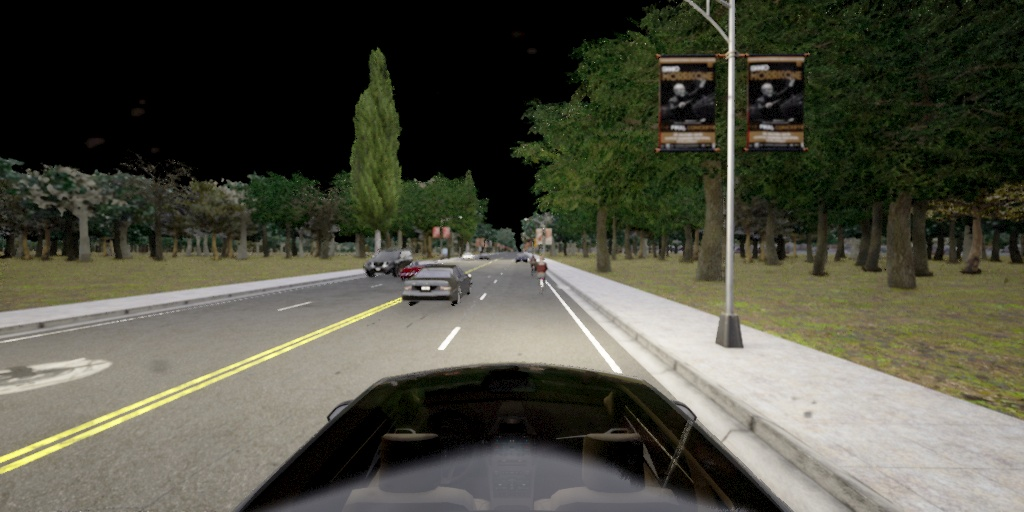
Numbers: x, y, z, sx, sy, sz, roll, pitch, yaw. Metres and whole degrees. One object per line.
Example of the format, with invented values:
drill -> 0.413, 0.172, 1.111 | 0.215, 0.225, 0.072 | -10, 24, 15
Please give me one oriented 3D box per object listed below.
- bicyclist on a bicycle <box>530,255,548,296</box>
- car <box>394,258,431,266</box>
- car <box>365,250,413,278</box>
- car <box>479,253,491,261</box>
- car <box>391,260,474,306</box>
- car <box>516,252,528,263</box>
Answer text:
bicyclist on a bicycle -> 1.288, 0.876, 15.851 | 0.659, 1.776, 1.843 | 0, 1, 1
car -> -5.999, 0.963, 24.076 | 1.895, 1.301, 4.718 | 0, 1, 1
car -> -9.163, 0.528, 27.459 | 2.150, 2.045, 5.566 | 0, 1, 2
car -> -4.884, 0.199, 65.210 | 2.033, 1.411, 5.357 | 0, 1, 2
car -> -2.794, 1.077, 14.404 | 2.033, 1.411, 5.357 | 0, 1, 1
car -> 1.525, 0.405, 56.388 | 1.895, 1.301, 4.718 | 0, 1, 1
